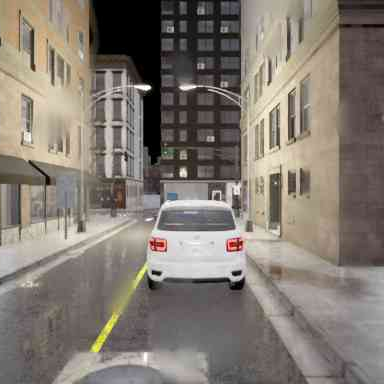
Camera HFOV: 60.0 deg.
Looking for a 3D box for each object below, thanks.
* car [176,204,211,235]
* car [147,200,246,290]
[{"bbox_3d":[0.060,1.526,19.544,1.812,1.442,4.674,0,0,0],"label":"car"},{"bbox_3d":[0.090,1.221,9.215,2.150,2.045,5.566,0,0,0],"label":"car"}]
